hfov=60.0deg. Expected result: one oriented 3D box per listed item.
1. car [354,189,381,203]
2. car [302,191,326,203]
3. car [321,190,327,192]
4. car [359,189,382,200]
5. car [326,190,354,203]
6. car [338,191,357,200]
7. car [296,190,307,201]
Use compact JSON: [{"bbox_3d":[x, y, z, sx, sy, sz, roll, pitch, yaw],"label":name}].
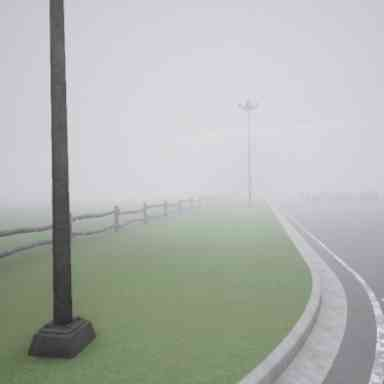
[{"bbox_3d":[23.977,0.655,45.616,1.882,1.535,5.008,-1,1,11],"label":"car"},{"bbox_3d":[17.146,0.883,46.888,1.895,1.301,4.718,-1,1,11],"label":"car"},{"bbox_3d":[22.507,0.457,56.258,2.097,1.767,4.553,-1,1,11],"label":"car"},{"bbox_3d":[29.374,0.352,54.902,2.097,1.767,4.553,-1,1,11],"label":"car"},{"bbox_3d":[20.544,0.707,46.291,1.882,1.535,5.008,-1,1,11],"label":"car"},{"bbox_3d":[25.949,0.557,55.611,1.837,1.490,4.892,-1,1,11],"label":"car"},{"bbox_3d":[19.074,0.509,56.937,2.097,1.767,4.553,-1,1,11],"label":"car"}]
